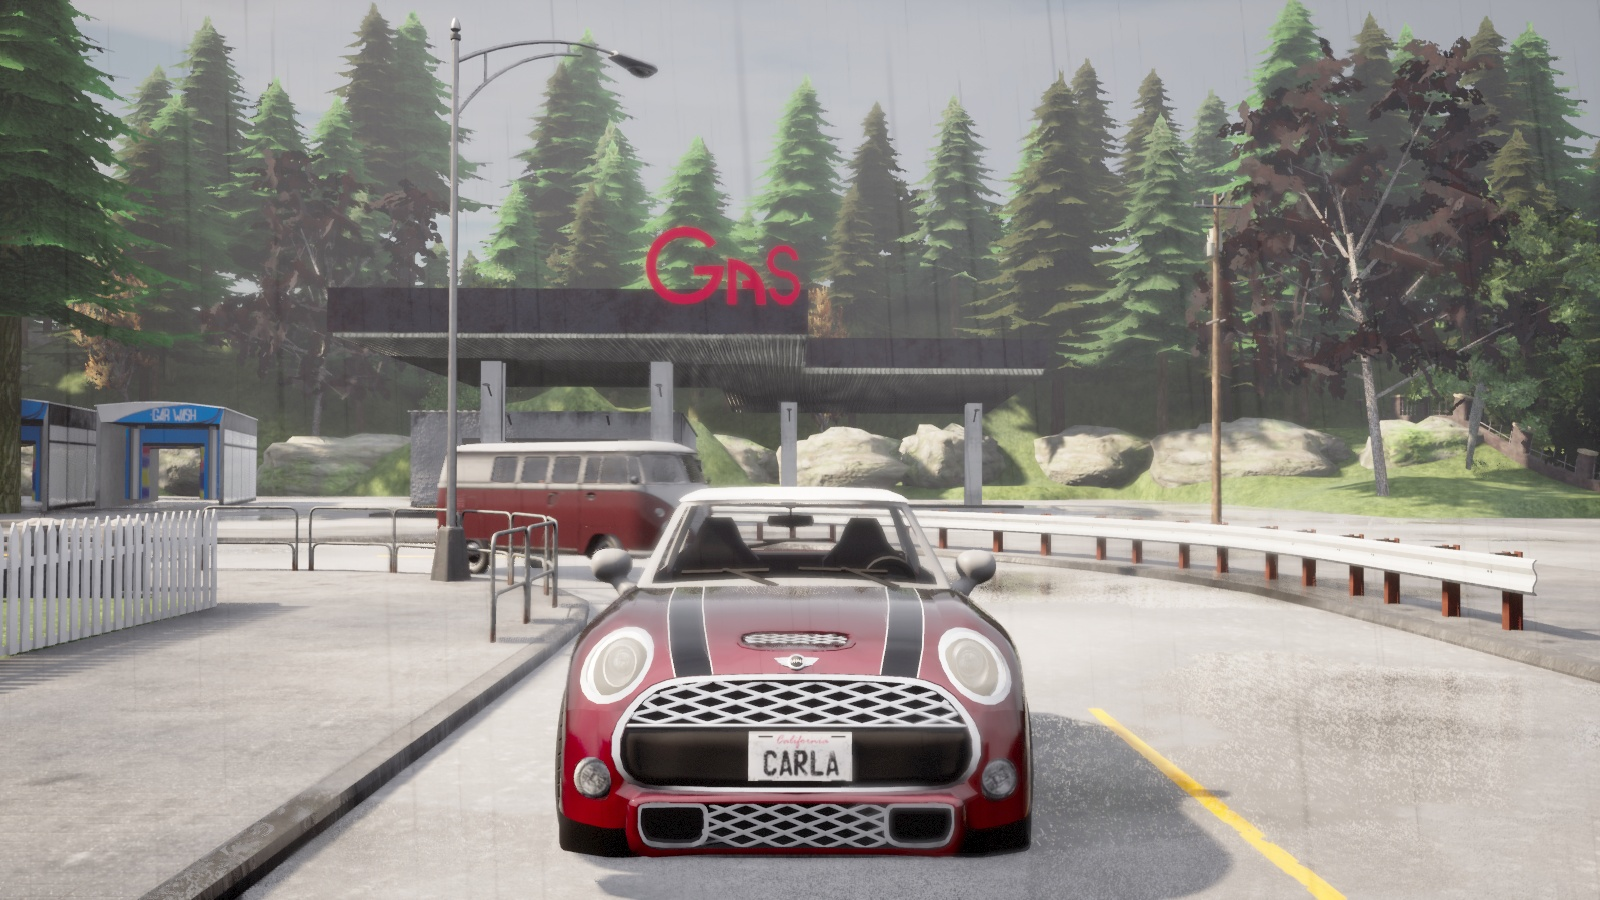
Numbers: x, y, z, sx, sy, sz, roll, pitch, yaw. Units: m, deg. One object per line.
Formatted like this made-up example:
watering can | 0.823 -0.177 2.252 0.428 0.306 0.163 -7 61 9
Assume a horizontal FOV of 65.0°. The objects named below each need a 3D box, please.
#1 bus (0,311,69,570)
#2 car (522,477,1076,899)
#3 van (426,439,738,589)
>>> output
bus | -18.272 -0.144 20.559 10.273 4.253 3.944 0 -1 0
car | -0.025 0.887 6.378 1.970 1.475 3.806 0 -1 -1
van | -3.261 0.892 18.545 4.442 1.987 1.775 -1 -1 31
